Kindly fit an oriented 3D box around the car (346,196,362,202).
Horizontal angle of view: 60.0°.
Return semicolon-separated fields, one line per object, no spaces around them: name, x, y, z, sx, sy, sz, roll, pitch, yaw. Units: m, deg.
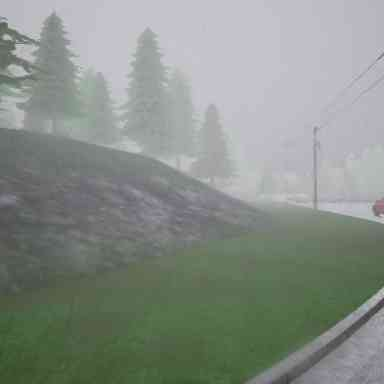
car;39.366;1.672;80.944;2.033;1.411;5.357;0;0;8

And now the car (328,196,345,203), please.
car;31.066;1.815;72.385;1.895;1.301;4.718;0;0;8

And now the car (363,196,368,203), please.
car;37.999;1.529;71.428;2.097;1.767;4.553;0;0;8

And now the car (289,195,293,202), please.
car;25.503;1.566;82.905;2.097;1.767;4.553;0;0;8

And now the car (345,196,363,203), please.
car;34.535;1.549;71.925;2.097;1.767;4.553;0;0;8

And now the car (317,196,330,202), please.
car;32.496;1.674;82.351;1.837;1.490;4.892;0;0;8

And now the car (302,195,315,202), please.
car;29.027;1.548;82.820;2.097;1.767;4.553;0;0;8

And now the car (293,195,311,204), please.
car;24.083;1.811;73.001;1.994;1.385;4.181;0;0;8

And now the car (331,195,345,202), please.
car;35.961;1.632;81.854;1.882;1.535;5.008;0;0;8

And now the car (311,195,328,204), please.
car;27.606;1.765;72.916;2.128;1.511;4.902;0;0;8

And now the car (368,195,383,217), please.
car;17.664;1.285;28.961;2.150;2.045;5.566;0;0;11
